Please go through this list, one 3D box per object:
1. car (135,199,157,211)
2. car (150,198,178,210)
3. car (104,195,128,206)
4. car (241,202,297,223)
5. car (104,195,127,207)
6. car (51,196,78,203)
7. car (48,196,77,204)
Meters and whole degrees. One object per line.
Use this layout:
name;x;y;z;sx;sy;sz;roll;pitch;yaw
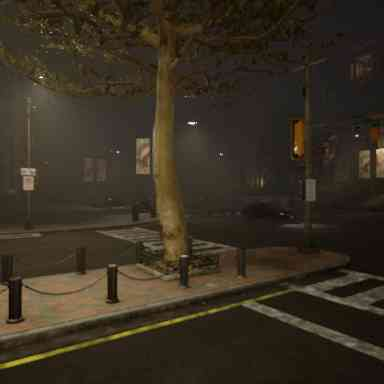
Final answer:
car;-5.281;1.561;41.249;2.033;1.411;5.357;0;0;-35
car;-3.909;1.580;45.346;1.994;1.385;4.181;0;0;-35
car;-13.250;1.366;57.860;2.097;1.767;4.553;0;0;-42
car;5.789;1.539;25.636;1.812;1.442;4.674;0;0;-35
car;-11.852;1.577;50.576;1.994;1.385;4.181;0;0;-37
car;-26.038;1.469;67.824;5.357;1.411;2.033;0;0;26
car;-25.104;1.558;63.367;5.357;1.411;2.033;0;0;30
